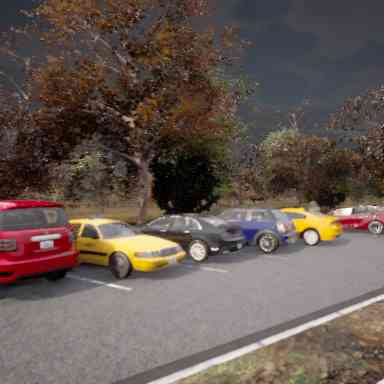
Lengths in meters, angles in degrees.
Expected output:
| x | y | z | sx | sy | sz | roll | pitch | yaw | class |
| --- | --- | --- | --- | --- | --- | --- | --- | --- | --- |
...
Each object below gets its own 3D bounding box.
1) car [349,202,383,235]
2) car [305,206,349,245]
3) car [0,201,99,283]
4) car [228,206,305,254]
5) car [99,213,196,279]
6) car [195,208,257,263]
| x | y | z | sx | sy | sz | roll | pitch | yaw | class |
| --- | --- | --- | --- | --- | --- | --- | --- | --- | --- |
| 9.052 | 1.537 | 19.156 | 4.792 | 1.488 | 2.163 | -1 | -1 | 33 | car |
| 4.337 | 1.507 | 15.591 | 5.008 | 1.535 | 2.097 | -1 | -1 | 34 | car |
| -5.310 | 1.256 | 8.645 | 5.566 | 2.045 | 2.435 | -1 | -1 | 35 | car |
| 1.965 | 1.381 | 13.827 | 4.553 | 1.767 | 2.185 | -1 | -1 | 34 | car |
| -2.712 | 1.502 | 10.260 | 5.366 | 1.575 | 1.946 | -1 | -1 | 34 | car |
| -0.456 | 1.508 | 12.093 | 4.892 | 1.521 | 2.231 | -1 | 0 | 34 | car |
